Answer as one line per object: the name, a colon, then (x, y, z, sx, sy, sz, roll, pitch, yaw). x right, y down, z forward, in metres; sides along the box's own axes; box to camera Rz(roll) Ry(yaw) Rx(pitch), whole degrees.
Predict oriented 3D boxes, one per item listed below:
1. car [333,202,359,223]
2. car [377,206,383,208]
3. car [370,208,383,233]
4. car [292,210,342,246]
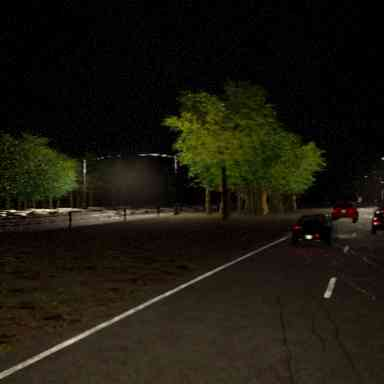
car: (15.875, 2.023, 34.295, 2.150, 2.045, 5.566, -1, -2, 30)
car: (22.000, 2.353, 38.150, 1.837, 1.490, 4.892, -1, -2, 29)
car: (13.455, 2.058, 22.982, 2.033, 1.411, 5.357, -1, -2, 29)
car: (6.747, 1.944, 18.041, 1.837, 1.490, 4.892, -1, -2, 28)
